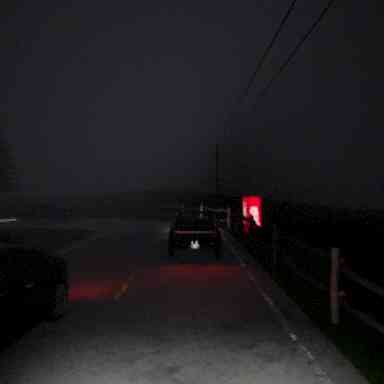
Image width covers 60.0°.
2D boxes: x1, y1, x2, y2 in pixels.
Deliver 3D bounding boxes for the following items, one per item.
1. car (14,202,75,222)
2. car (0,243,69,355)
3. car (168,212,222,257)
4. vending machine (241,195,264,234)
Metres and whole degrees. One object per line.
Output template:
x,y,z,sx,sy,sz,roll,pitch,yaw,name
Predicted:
-11.751,1.558,26.615,4.674,1.442,1.812,0,0,5,car
-3.237,1.531,4.595,1.812,1.442,4.674,0,0,1,car
0.081,1.508,13.017,2.128,1.511,4.902,0,0,0,car
3.349,1.218,18.504,1.100,2.100,0.880,0,0,-1,vending machine
